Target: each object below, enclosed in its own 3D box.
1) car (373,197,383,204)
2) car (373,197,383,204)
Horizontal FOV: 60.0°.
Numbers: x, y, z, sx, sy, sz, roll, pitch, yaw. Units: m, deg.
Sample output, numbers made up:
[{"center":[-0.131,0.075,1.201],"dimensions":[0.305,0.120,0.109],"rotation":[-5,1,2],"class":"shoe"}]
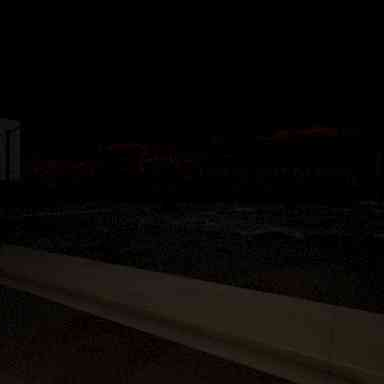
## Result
[{"center":[37.510,1.734,65.340],"dimensions":[2.038,1.542,4.974],"rotation":[1,1,6],"class":"car"},{"center":[37.517,1.576,65.390],"dimensions":[1.853,1.218,4.536],"rotation":[1,1,6],"class":"car"}]
